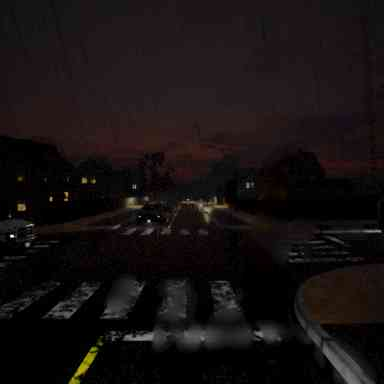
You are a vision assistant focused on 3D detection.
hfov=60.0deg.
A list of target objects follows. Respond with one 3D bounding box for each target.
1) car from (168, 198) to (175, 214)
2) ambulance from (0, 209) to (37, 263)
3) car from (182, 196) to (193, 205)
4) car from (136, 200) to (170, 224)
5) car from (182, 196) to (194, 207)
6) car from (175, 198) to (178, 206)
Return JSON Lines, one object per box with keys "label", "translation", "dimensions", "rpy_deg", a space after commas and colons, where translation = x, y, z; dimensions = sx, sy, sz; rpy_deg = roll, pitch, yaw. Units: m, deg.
{"label": "car", "translation": [-3.193, 1.632, 36.749], "dimensions": [1.994, 1.385, 4.181], "rpy_deg": [0, 0, -1]}
{"label": "ambulance", "translation": [-8.890, 1.187, 11.527], "dimensions": [6.366, 2.431, 2.351], "rpy_deg": [-1, 2, 0]}
{"label": "car", "translation": [-0.854, 1.623, 66.871], "dimensions": [2.097, 1.767, 4.553], "rpy_deg": [0, 0, -2]}
{"label": "car", "translation": [-2.989, 1.580, 25.085], "dimensions": [2.033, 1.411, 5.357], "rpy_deg": [0, 0, -2]}
{"label": "car", "translation": [-0.673, 1.789, 56.902], "dimensions": [1.895, 1.301, 4.718], "rpy_deg": [0, 0, -1]}
{"label": "car", "translation": [-3.480, 1.760, 59.740], "dimensions": [2.033, 1.411, 5.357], "rpy_deg": [0, 0, -1]}
